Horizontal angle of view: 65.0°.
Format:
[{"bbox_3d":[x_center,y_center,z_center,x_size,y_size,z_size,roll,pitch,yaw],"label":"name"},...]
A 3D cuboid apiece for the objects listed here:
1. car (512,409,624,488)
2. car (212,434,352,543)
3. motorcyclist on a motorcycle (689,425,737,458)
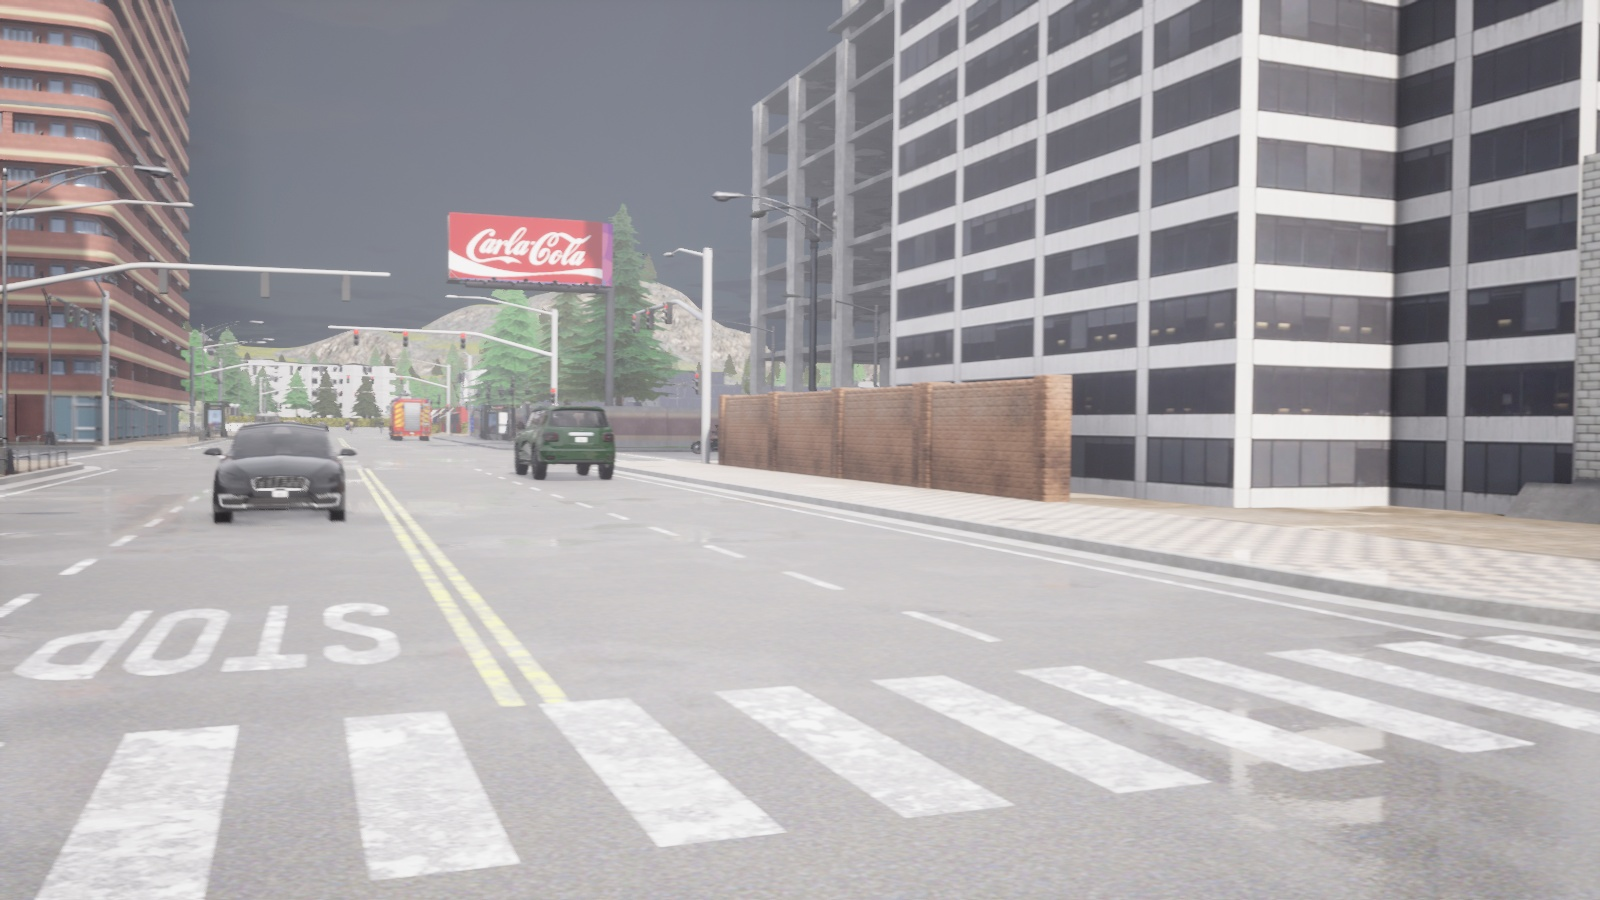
[{"bbox_3d":[-6.732,-0.094,35.926,2.150,2.045,5.566,-1,1,-21],"label":"car"},{"bbox_3d":[-8.302,0.508,20.263,1.837,1.490,4.892,-1,1,-22],"label":"car"},{"bbox_3d":[-4.541,-0.454,65.566,2.350,1.649,0.766,-1,1,-20],"label":"motorcyclist on a motorcycle"}]
